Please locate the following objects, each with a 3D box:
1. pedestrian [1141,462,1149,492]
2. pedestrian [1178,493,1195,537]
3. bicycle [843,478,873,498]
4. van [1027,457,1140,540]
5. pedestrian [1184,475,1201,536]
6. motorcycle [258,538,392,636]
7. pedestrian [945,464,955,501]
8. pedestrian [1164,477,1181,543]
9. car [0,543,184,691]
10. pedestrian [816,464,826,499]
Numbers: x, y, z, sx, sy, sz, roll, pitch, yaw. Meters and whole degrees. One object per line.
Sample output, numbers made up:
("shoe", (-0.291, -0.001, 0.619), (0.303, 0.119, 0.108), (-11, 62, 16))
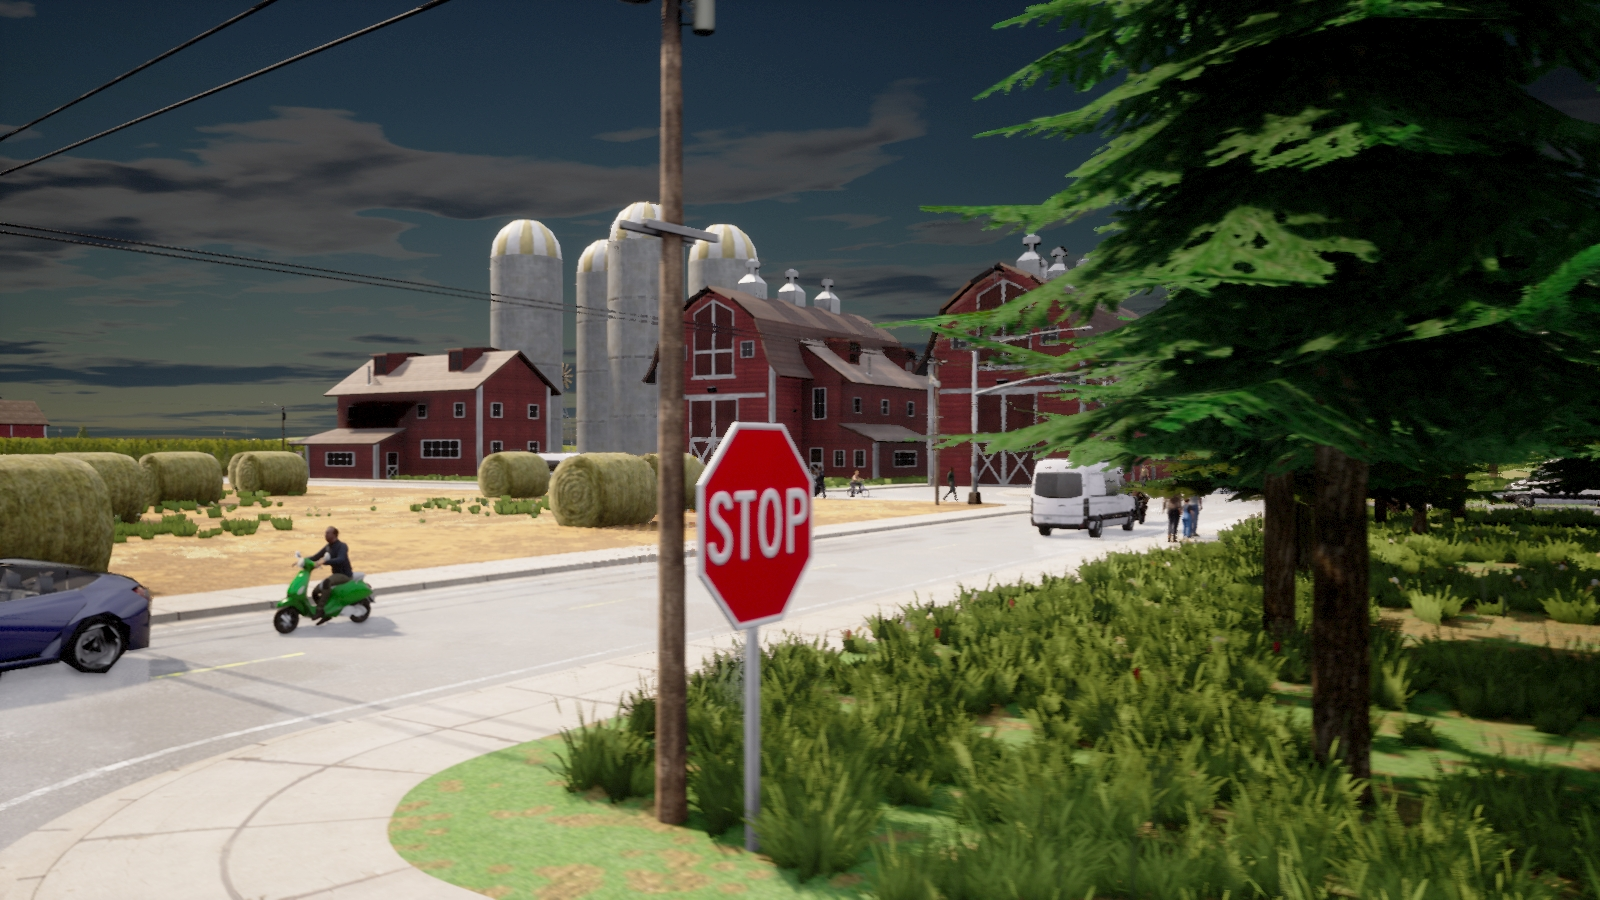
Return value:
("pedestrian", (21.631, 1.698, 71.702), (0.375, 1.860, 0.375), (0, 0, 41))
("pedestrian", (11.734, 1.976, 34.692), (0.375, 1.300, 0.375), (0, 0, -44))
("bicycle", (3.403, 2.222, 66.843), (1.487, 1.080, 0.859), (0, 0, 31))
("van", (9.753, 1.535, 38.908), (1.988, 2.561, 5.915), (0, 0, 32))
("pedestrian", (12.119, 1.695, 35.295), (0.375, 1.860, 0.375), (0, 0, 43))
("motorcycle", (-7.548, 2.143, 18.224), (0.856, 1.316, 1.805), (0, 0, 32))
("pedestrian", (7.690, 1.671, 58.554), (0.375, 1.860, 0.375), (0, 0, 30))
("pedestrian", (10.626, 1.696, 32.598), (0.375, 1.860, 0.375), (0, 0, 31))
("car", (-10.339, 2.060, 13.662), (2.163, 1.488, 4.792), (0, 0, 31))
("pedestrian", (1.135, 1.676, 61.648), (0.375, 1.860, 0.375), (0, 0, -44))
